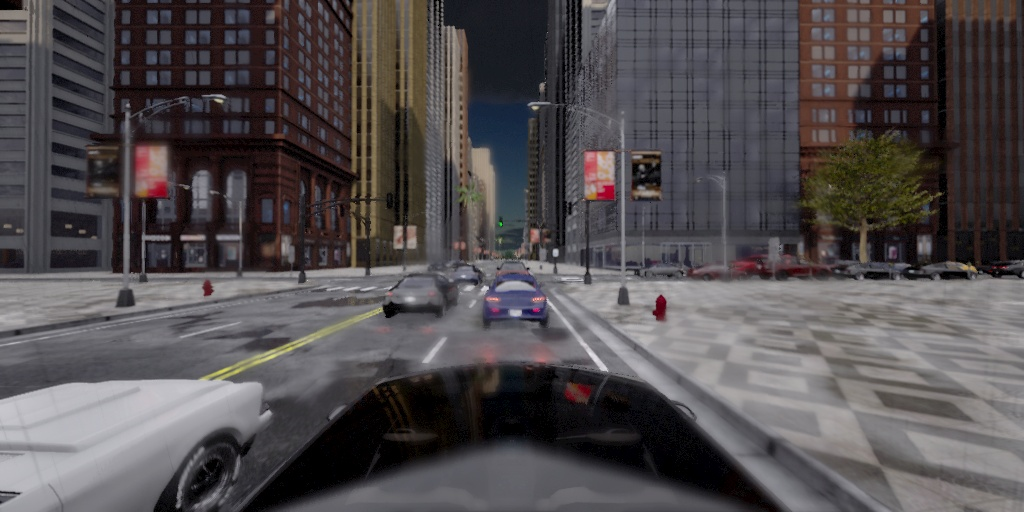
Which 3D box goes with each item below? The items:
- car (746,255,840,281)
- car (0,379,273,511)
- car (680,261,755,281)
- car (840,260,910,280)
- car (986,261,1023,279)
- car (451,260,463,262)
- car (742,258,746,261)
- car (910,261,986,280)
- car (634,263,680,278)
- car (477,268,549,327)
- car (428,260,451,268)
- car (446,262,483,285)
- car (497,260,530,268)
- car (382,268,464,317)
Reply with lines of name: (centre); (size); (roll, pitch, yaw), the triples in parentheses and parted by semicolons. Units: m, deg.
car: (20.954, 0.970, 26.914); (5.009, 1.841, 2.192); (0, 0, -1)
car: (-3.152, 1.352, 1.162); (1.895, 1.301, 4.718); (0, 0, 0)
car: (15.315, 1.257, 26.827); (4.207, 1.307, 1.802); (0, 0, -1)
car: (26.591, 1.204, 27.002); (4.313, 1.339, 1.948); (0, 0, -1)
car: (42.798, 1.127, 29.878); (4.892, 1.490, 1.837); (0, -1, -1)
car: (-9.820, 1.392, 57.829); (2.128, 1.511, 4.902); (0, 0, 0)
car: (22.586, 0.925, 32.716); (5.566, 2.045, 2.150); (0, -1, -1)
car: (32.228, 1.188, 27.090); (4.313, 1.339, 1.948); (0, 0, -1)
car: (13.283, 1.299, 32.570); (4.181, 1.385, 1.994); (0, -1, -1)
car: (0.100, 1.271, 11.324); (1.812, 1.442, 4.674); (0, 0, 0)
car: (-9.843, 1.419, 47.544); (1.994, 1.385, 4.181); (0, 0, 0)
car: (-3.157, 1.316, 25.524); (1.994, 1.385, 4.181); (0, 0, 0)
car: (0.074, 1.099, 22.731); (2.097, 1.767, 4.553); (0, 0, 0)
car: (-3.150, 1.311, 13.124); (1.994, 1.385, 4.181); (0, 0, 0)
